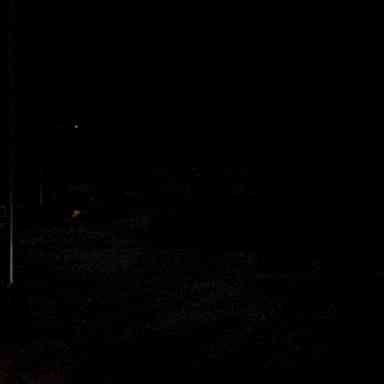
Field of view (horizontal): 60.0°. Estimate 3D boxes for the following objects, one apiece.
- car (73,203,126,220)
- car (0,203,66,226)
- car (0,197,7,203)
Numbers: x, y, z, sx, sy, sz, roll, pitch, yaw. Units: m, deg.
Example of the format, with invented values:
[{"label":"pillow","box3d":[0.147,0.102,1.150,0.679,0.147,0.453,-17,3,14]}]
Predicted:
[{"label":"car","box3d":[-7.800,1.648,28.487,1.752,1.417,4.829,-1,-1,35]},{"label":"car","box3d":[-11.153,1.644,23.763,1.947,1.339,4.313,-1,-1,35]},{"label":"car","box3d":[-14.369,1.277,23.782,2.150,2.045,5.566,0,0,35]}]
